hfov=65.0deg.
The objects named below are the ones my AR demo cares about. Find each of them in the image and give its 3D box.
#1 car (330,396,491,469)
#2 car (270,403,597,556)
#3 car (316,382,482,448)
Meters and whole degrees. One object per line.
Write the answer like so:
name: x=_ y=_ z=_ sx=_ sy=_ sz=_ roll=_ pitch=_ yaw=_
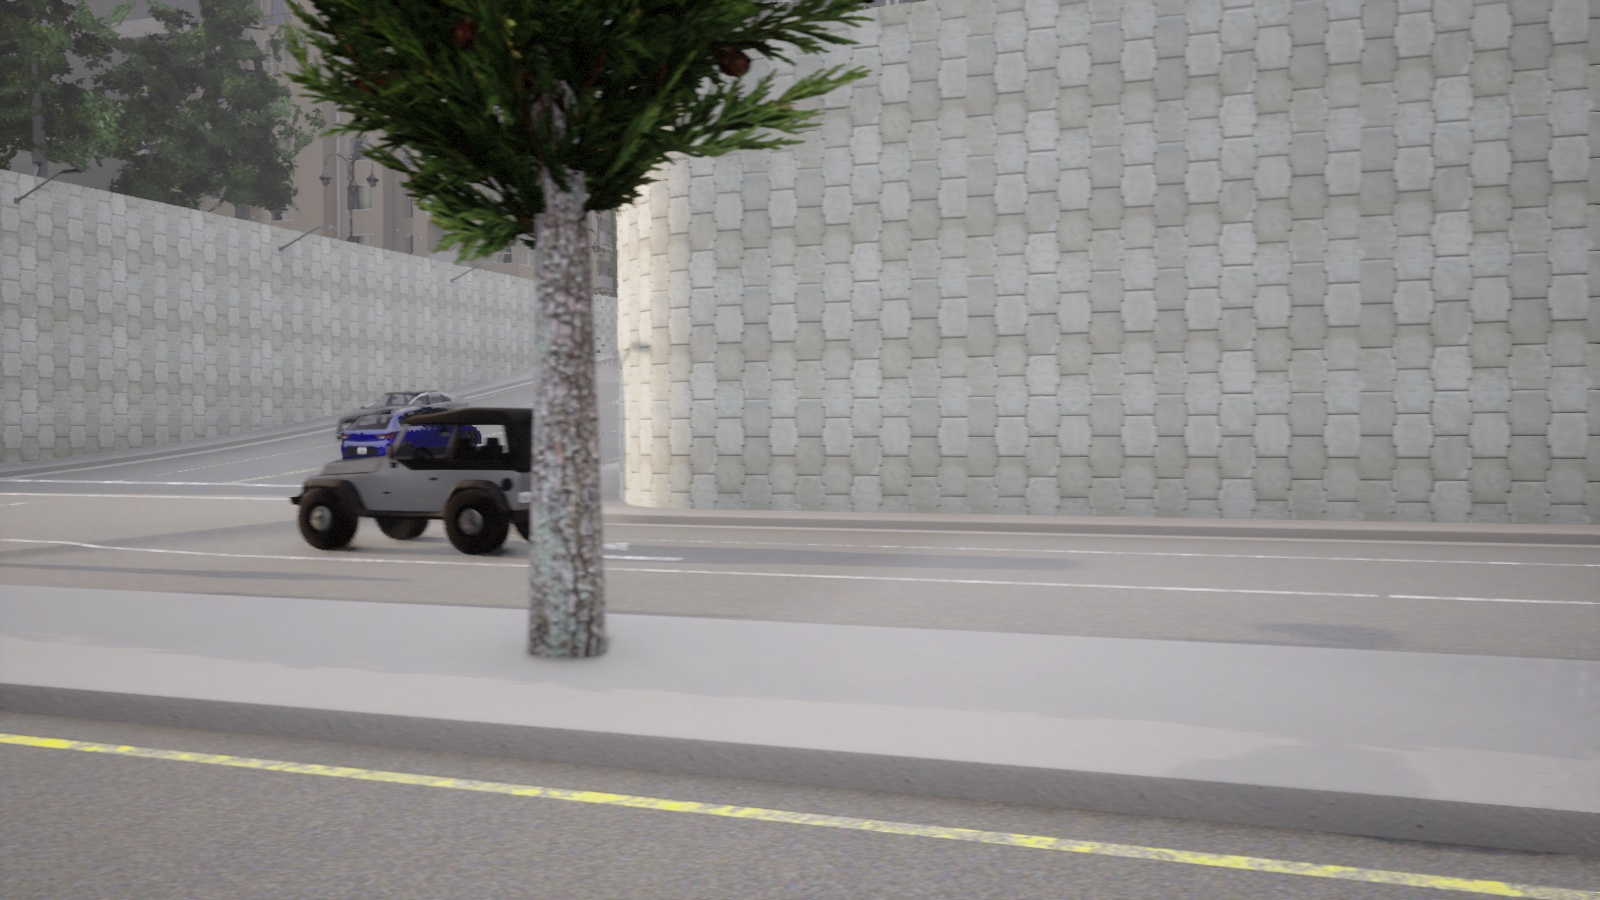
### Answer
car: x=-10.036 y=-0.520 z=32.719 sx=1.816 sy=1.474 sz=4.193 roll=1 pitch=7 yaw=19
car: x=-4.930 y=0.331 z=17.016 sx=3.866 sy=1.878 sz=1.905 roll=1 pitch=1 yaw=20
car: x=-11.926 y=-1.119 z=37.751 sx=2.128 sy=1.511 sz=4.902 roll=1 pitch=7 yaw=20
